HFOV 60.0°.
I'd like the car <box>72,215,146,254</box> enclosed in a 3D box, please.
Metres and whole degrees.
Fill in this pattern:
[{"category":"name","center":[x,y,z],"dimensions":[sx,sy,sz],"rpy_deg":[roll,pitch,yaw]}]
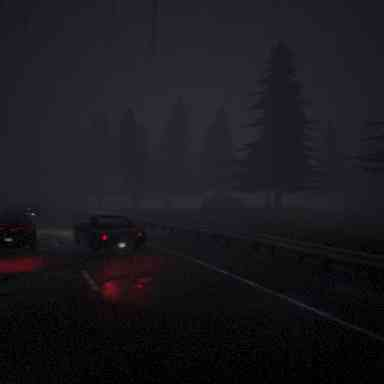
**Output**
[{"category":"car","center":[-3.635,1.619,13.836],"dimensions":[1.895,1.301,4.718],"rpy_deg":[0,0,-30]}]

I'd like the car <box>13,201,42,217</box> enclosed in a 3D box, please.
[{"category":"car","center":[-14.647,1.577,29.018],"dimensions":[1.837,1.490,4.892],"rpy_deg":[0,0,-42]}]

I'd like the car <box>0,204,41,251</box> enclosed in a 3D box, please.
[{"category":"car","center":[-7.666,1.514,13.774],"dimensions":[1.882,1.535,5.008],"rpy_deg":[0,0,-31]}]
